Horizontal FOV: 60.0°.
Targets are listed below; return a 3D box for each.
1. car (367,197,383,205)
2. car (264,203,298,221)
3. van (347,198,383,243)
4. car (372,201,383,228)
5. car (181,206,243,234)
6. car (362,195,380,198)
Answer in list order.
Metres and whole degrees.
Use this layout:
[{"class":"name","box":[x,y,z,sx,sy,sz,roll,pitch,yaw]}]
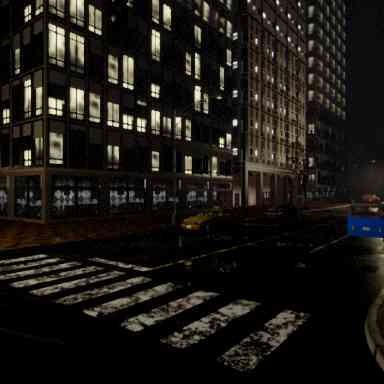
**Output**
[{"class":"car","box":[34.557,1.620,62.629,2.008,1.369,4.403,0,0,38]},{"class":"car","box":[7.413,1.598,27.354,1.802,1.307,4.206,0,0,38]},{"class":"van","box":[8.696,1.366,15.918,1.690,1.788,3.998,0,0,38]},{"class":"car","box":[13.658,1.470,22.548,1.967,1.590,4.097,0,0,38]},{"class":"car","box":[1.306,1.534,19.631,1.752,1.417,4.829,0,0,38]},{"class":"car","box":[31.165,1.376,58.221,2.192,1.841,5.009,0,0,38]}]
